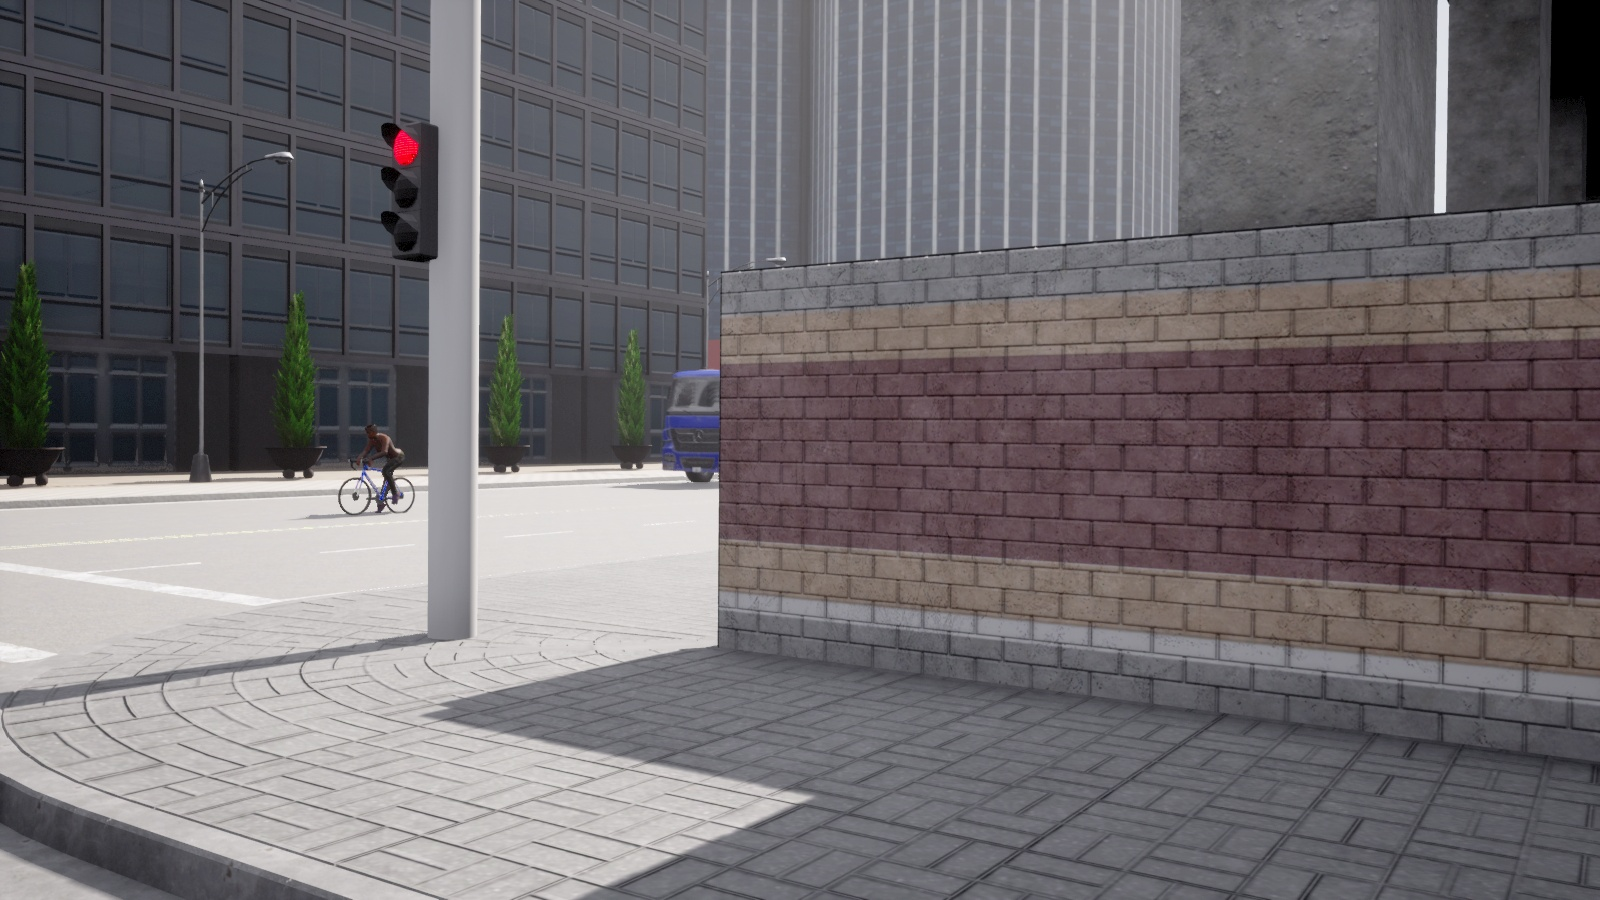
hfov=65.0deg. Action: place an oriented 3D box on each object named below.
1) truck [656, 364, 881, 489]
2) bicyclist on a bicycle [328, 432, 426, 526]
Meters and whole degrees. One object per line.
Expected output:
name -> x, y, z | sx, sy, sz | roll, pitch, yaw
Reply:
truck -> -0.742, -0.720, 38.916 | 2.891, 3.462, 7.936 | 0, 1, 34
bicyclist on a bicycle -> -7.546, 0.500, 22.458 | 0.582, 1.620, 1.656 | 0, 0, 34
